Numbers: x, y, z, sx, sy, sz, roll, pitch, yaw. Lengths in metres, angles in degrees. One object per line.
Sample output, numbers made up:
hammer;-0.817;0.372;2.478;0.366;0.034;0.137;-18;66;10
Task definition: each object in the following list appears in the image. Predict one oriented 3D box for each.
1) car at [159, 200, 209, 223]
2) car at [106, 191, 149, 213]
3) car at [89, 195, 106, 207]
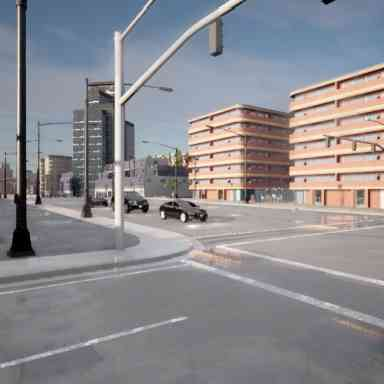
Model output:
car;-0.706;1.373;24.843;1.837;1.490;4.892;0;1;-34
car;-6.270;0.945;32.996;2.150;2.045;5.566;0;1;-34
car;-11.936;1.111;41.298;1.994;1.385;4.181;0;1;-34
